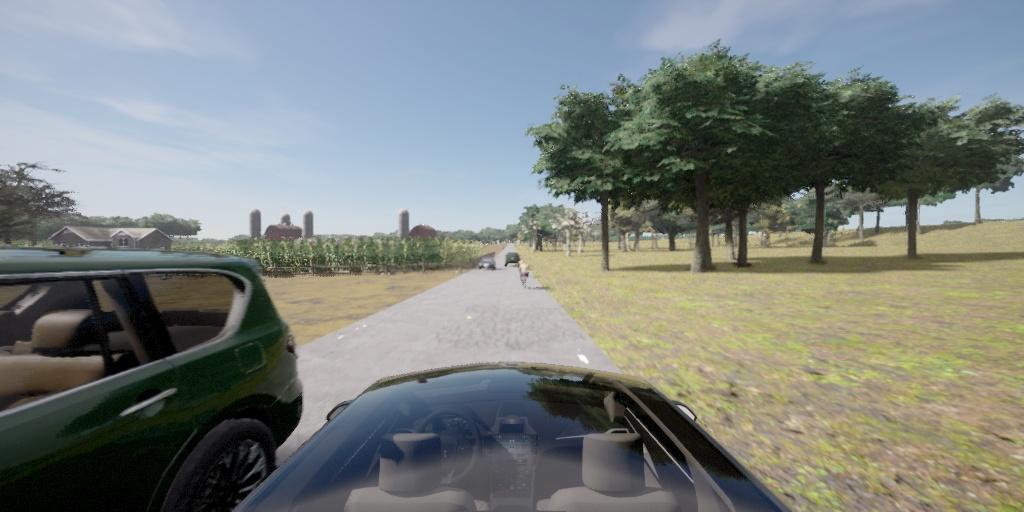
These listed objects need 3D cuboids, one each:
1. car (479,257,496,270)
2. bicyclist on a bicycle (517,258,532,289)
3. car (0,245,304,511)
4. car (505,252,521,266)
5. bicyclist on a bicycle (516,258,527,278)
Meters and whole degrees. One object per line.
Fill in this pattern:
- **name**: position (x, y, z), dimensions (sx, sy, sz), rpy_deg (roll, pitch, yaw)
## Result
- **car**: position (-2.838, 0.861, 42.147), dimensions (2.128, 1.511, 4.902), rpy_deg (0, 1, 0)
- **bicyclist on a bicycle**: position (0.728, 1.057, 20.816), dimensions (0.866, 1.612, 1.509), rpy_deg (0, 1, 0)
- **car**: position (-2.851, 0.972, 0.782), dimensions (2.150, 2.045, 5.566), rpy_deg (0, 0, 0)
- **car**: position (0.082, 0.421, 53.522), dimensions (2.150, 2.045, 5.566), rpy_deg (0, 1, 0)
- **bicyclist on a bicycle**: position (0.780, 0.955, 29.552), dimensions (0.866, 1.612, 1.509), rpy_deg (0, 1, 0)
